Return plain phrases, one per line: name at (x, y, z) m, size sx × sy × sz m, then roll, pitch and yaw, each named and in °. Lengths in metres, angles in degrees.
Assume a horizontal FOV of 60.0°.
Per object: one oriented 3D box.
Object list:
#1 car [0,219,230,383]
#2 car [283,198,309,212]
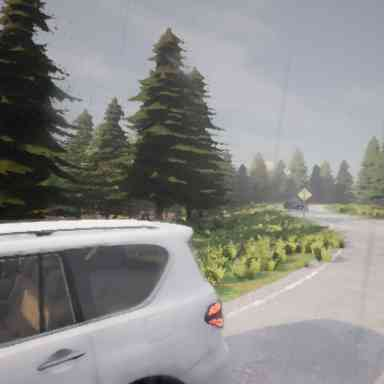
car at (-2.235, 1.299, 2.253) m, size 5.566 × 2.045 × 2.150 m, roll 0°, pitch -1°, yaw -37°
car at (11.230, 1.374, 36.011) m, size 1.994 × 1.385 × 4.181 m, roll 3°, pitch 1°, yaw 3°
